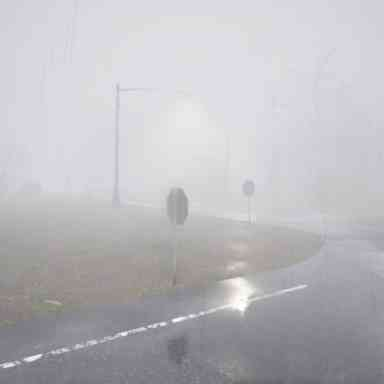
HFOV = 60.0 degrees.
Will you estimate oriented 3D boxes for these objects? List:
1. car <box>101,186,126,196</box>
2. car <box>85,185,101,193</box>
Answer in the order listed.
[{"bbox_3d":[-11.919,-0.241,51.668,1.882,1.535,5.008,0,2,-36],"label":"car"},{"bbox_3d":[-17.753,-0.564,59.793,1.882,1.535,5.008,0,2,-36],"label":"car"}]
